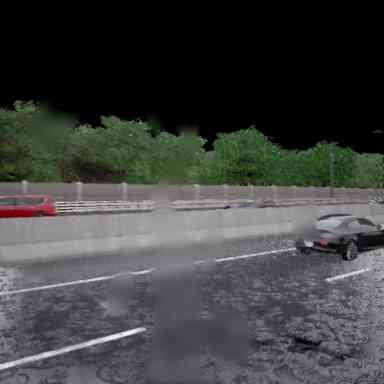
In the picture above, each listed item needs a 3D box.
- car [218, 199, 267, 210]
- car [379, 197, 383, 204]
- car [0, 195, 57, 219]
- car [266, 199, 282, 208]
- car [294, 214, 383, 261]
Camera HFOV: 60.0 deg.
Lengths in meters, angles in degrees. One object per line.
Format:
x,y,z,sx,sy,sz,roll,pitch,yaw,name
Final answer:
4.002,1.570,28.290,4.181,1.385,1.994,0,0,-35,car
31.787,1.330,52.340,5.566,2.045,2.150,0,0,-35,car
-11.685,1.221,21.445,5.566,2.045,2.150,0,0,-35,car
7.326,1.521,34.886,4.892,1.490,1.837,1,0,-35,car
5.703,1.531,12.234,4.674,1.442,1.812,0,0,-35,car
